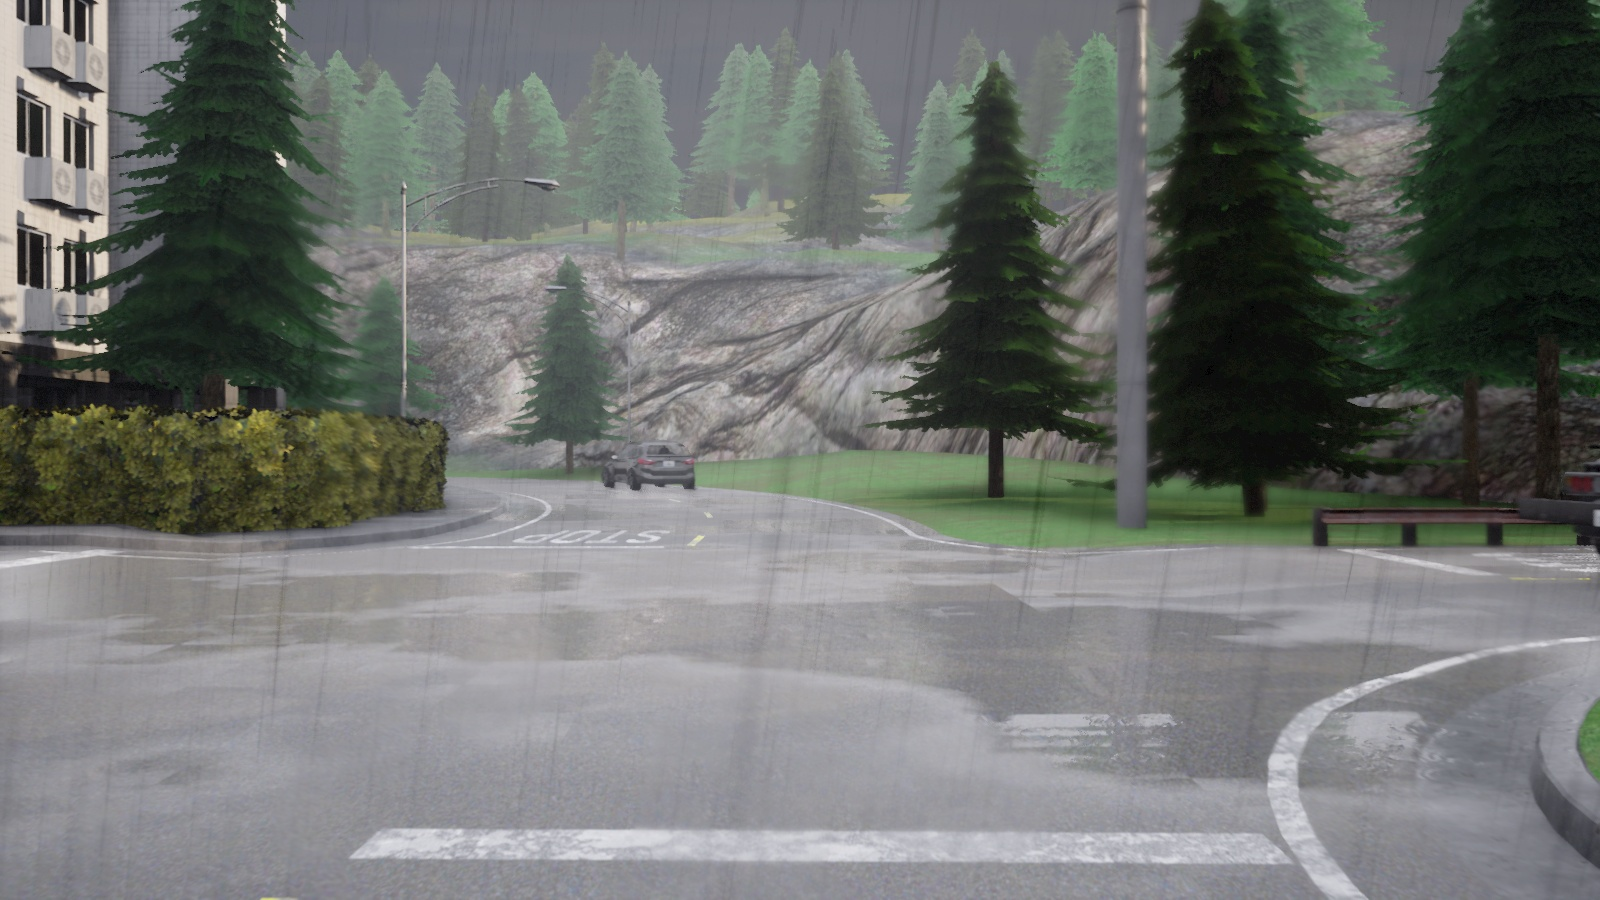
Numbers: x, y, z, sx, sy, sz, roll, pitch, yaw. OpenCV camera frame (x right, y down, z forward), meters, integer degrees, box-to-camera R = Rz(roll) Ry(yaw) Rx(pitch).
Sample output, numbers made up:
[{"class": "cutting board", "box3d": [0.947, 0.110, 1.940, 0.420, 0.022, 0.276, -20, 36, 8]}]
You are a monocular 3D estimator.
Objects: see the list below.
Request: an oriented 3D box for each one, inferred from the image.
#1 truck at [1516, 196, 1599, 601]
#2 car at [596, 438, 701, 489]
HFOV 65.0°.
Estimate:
[{"class": "truck", "box3d": [10.804, -0.438, 10.559, 7.936, 3.462, 2.891, 0, 0, -1]}, {"class": "car", "box3d": [-5.303, 0.429, 43.515, 2.242, 1.667, 4.611, 0, 0, -26]}]
